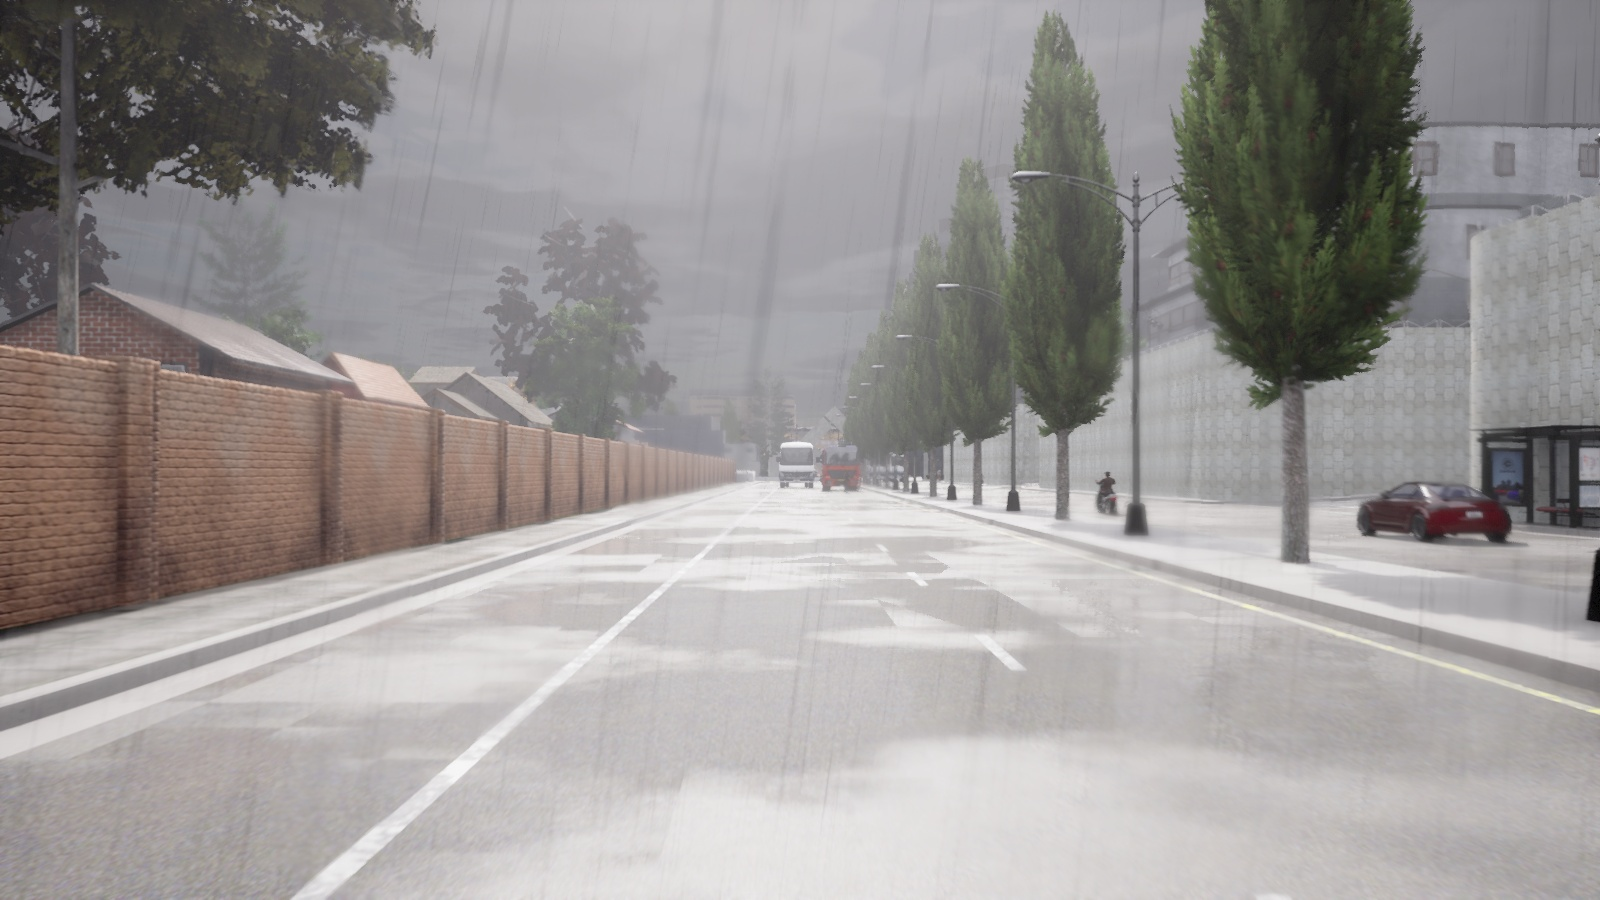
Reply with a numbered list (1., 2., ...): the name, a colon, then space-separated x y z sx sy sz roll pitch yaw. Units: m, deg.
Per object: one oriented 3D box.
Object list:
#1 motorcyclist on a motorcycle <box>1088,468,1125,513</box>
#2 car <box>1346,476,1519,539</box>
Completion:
1. motorcyclist on a motorcycle: 11.386 1.496 46.730 0.766 1.649 2.350 0 -1 0
2. car: 14.928 1.320 29.916 1.994 1.385 4.181 0 -1 0
